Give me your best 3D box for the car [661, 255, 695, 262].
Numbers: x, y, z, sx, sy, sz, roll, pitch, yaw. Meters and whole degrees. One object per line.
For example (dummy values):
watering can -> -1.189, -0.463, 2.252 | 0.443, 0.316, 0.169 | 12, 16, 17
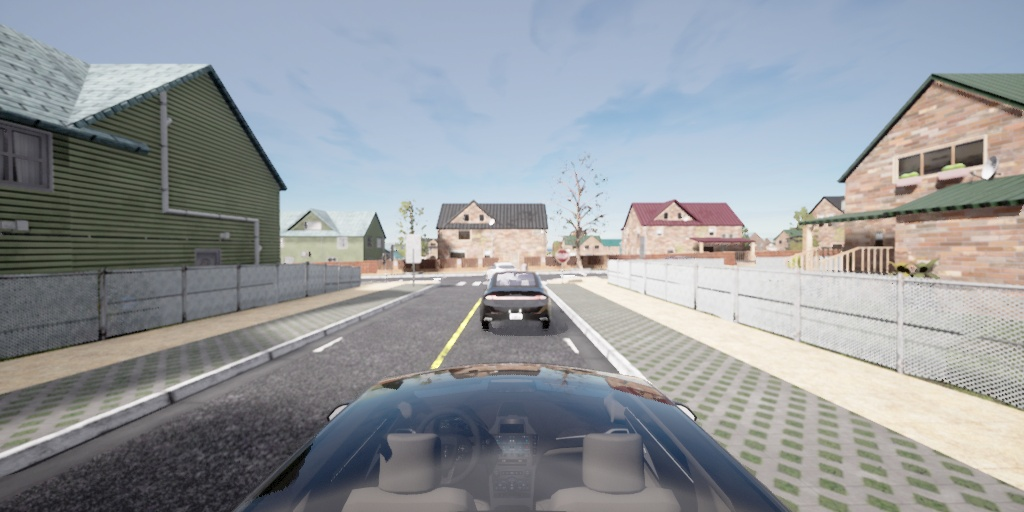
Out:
car -> 14.327, 0.717, 32.099 | 4.902, 1.511, 2.128 | -1, 1, 0

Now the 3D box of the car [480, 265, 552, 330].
car -> 0.094, 1.202, 10.899 | 2.128, 1.511, 4.902 | 0, 0, 0

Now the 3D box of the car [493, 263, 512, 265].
car -> -0.678, 1.186, 24.826 | 1.812, 1.442, 4.674 | 0, 0, -12
